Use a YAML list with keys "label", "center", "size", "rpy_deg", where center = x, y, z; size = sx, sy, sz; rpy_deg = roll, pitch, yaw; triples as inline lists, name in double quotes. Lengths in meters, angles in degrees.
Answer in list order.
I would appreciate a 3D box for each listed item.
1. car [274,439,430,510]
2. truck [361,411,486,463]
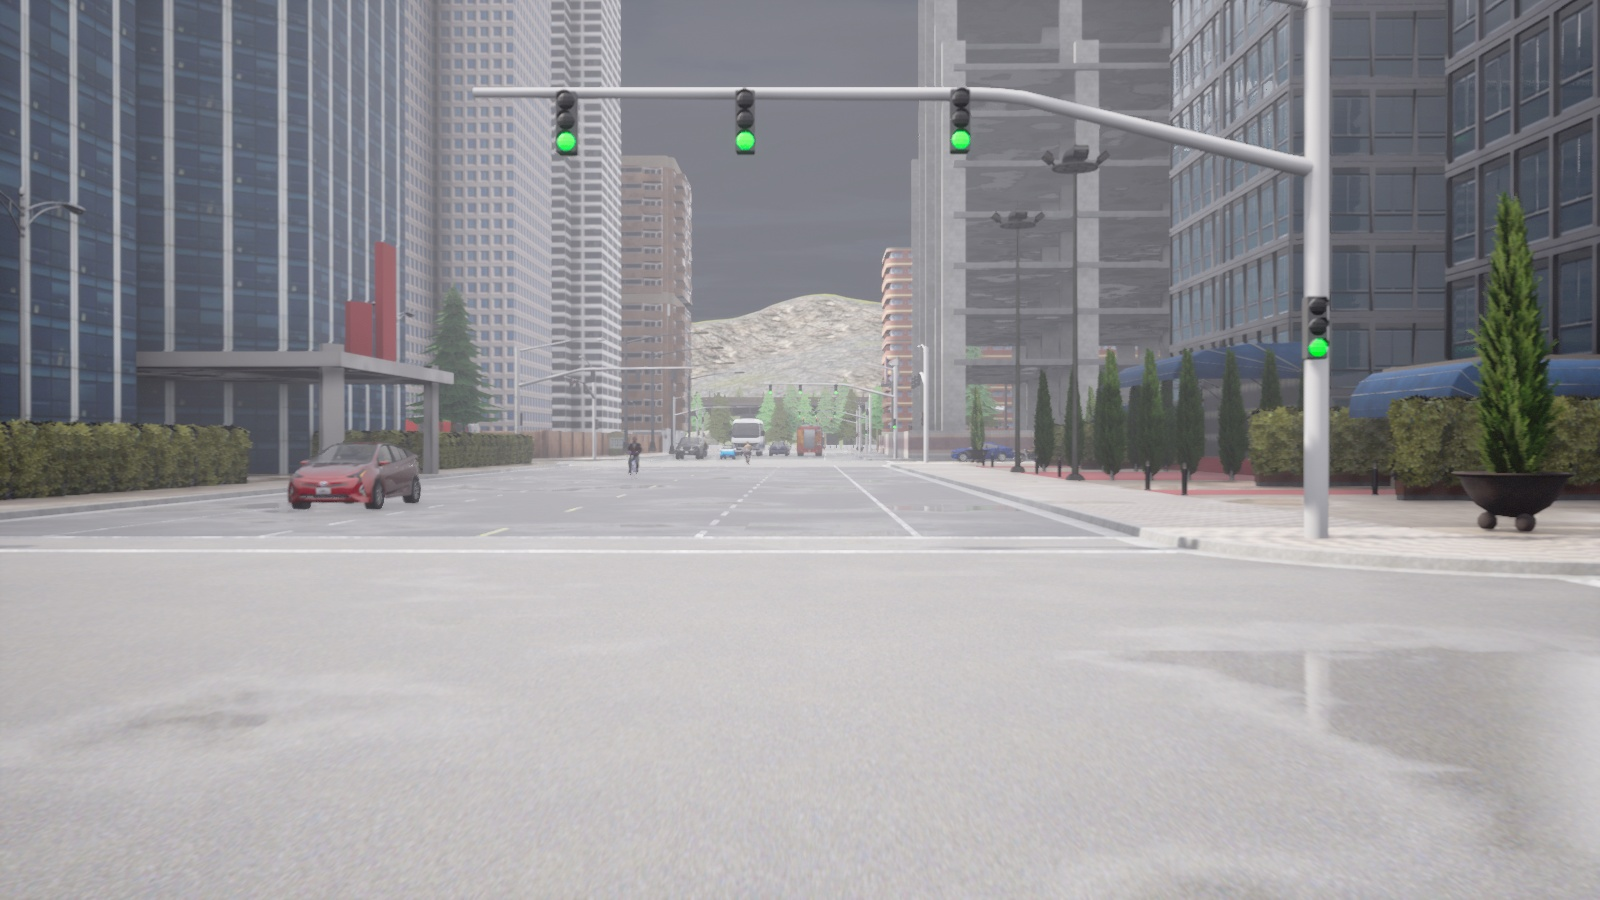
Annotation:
- label: "car"
  center: [-10.318, 0.518, 29.292]
  size: [2.007, 1.525, 4.514]
  rpy_deg: [0, 0, 0]
- label: "truck"
  center: [-27.856, -0.972, 93.142]
  size: [8.468, 3.827, 2.891]
  rpy_deg: [0, 0, 1]
